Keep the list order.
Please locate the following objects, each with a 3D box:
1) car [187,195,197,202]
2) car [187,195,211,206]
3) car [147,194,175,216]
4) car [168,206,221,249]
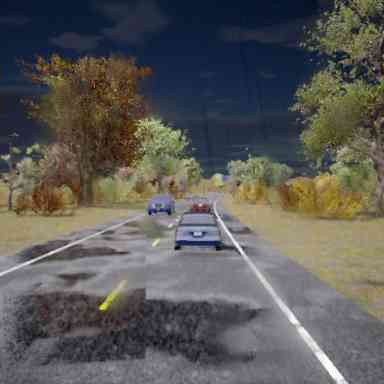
[{"bbox_3d":[-0.049,1.312,73.757,1.812,1.442,4.674,0,0,5],"label":"car"},{"bbox_3d":[0.901,1.308,34.325,2.097,1.767,4.553,0,0,2],"label":"car"},{"bbox_3d":[-2.889,1.176,32.343,2.150,2.045,5.566,0,0,2],"label":"car"},{"bbox_3d":[0.259,1.532,14.377,2.033,1.411,5.357,0,0,1],"label":"car"}]
